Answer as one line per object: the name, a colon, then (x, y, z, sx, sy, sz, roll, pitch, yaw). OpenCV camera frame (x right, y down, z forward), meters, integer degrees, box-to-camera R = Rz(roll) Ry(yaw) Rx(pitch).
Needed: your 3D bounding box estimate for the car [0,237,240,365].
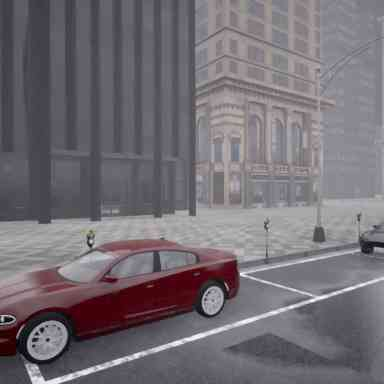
car: (-1.166, 1.544, 5.821, 4.507, 1.381, 1.887, 0, 0, -36)

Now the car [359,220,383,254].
car: (8.013, 1.564, 12.380, 4.313, 1.339, 1.947, 0, 0, -36)
